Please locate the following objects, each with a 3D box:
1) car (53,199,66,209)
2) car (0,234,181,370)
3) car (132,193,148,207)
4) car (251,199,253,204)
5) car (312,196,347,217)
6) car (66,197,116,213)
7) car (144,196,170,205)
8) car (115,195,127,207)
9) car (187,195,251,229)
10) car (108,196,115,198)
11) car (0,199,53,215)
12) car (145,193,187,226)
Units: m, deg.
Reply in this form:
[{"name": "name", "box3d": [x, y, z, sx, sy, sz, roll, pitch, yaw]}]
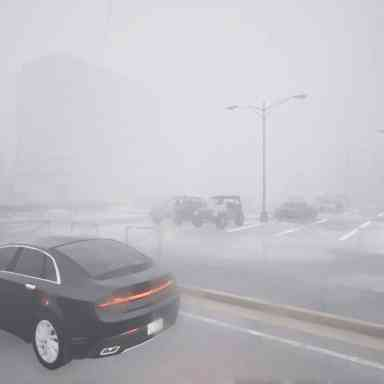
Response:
[{"name": "car", "box3d": [-17.161, 1.547, 41.507, 2.033, 1.411, 5.357, 0, 0, 34]}, {"name": "car", "box3d": [-2.448, 1.505, 5.747, 4.892, 1.490, 1.837, 0, 0, 36]}, {"name": "car", "box3d": [-6.600, 1.221, 50.875, 2.150, 2.045, 5.566, 0, 0, 34]}, {"name": "car", "box3d": [9.855, 1.505, 62.469, 1.837, 1.490, 4.892, 0, 0, 34]}, {"name": "car", "box3d": [13.761, 1.395, 33.160, 1.970, 1.475, 3.806, 0, 0, 34]}, {"name": "car", "box3d": [-11.260, 1.600, 37.369, 1.895, 1.301, 4.718, 0, 0, 34]}, {"name": "car", "box3d": [-6.044, 1.525, 57.934, 1.812, 1.442, 4.674, 0, 0, 35]}, {"name": "car", "box3d": [-11.824, 1.352, 49.424, 2.097, 1.767, 4.553, 0, 0, 34]}, {"name": "car", "box3d": [1.714, 1.156, 20.226, 1.905, 1.878, 3.866, 0, 0, 34]}, {"name": "car", "box3d": [-12.487, 1.525, 42.164, 1.812, 1.442, 4.674, 0, 0, 34]}, {"name": "car", "box3d": [-17.489, 1.601, 34.753, 1.895, 1.301, 4.718, 0, 0, 34]}, {"name": "car", "box3d": [-0.650, 1.153, 21.896, 1.932, 1.855, 4.605, 0, 0, 34]}]
